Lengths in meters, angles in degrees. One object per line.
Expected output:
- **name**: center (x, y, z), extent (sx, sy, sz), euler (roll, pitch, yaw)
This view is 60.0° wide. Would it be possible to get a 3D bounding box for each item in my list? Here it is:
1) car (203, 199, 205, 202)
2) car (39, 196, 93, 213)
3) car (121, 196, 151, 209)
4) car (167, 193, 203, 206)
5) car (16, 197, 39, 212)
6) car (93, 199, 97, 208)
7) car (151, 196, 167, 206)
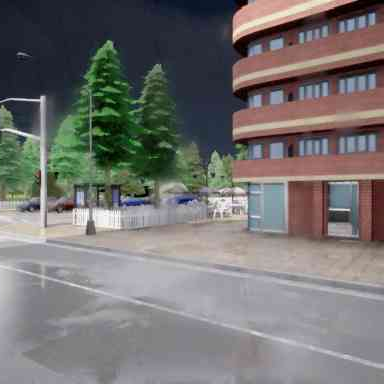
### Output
- **car**: center (0.520, 1.508, 57.877), extent (4.181, 1.385, 1.994), euler (0, 0, -37)
- **car**: center (-13.605, 1.296, 36.093), extent (2.097, 1.767, 4.553), euler (0, 0, 36)
- **car**: center (-8.195, 1.422, 43.536), extent (1.882, 1.535, 5.008), euler (0, 0, 37)
- **car**: center (-1.370, 1.166, 51.726), extent (5.566, 2.045, 2.150), euler (0, 0, -44)
- **car**: center (-17.089, 1.296, 37.231), extent (2.097, 1.767, 4.553), euler (0, 0, 35)
- **car**: center (-12.053, 1.508, 44.201), extent (1.994, 1.385, 4.181), euler (0, 0, 35)
- **car**: center (-6.629, 1.449, 51.016), extent (1.837, 1.490, 4.892), euler (0, 0, 41)
